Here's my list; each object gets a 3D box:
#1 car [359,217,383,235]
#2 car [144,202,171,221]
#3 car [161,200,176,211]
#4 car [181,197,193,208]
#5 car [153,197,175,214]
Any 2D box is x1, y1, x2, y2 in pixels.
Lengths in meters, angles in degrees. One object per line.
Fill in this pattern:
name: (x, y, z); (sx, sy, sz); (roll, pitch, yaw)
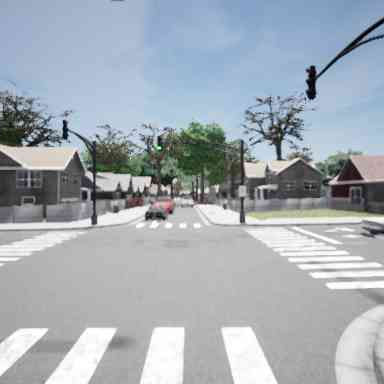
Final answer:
car: (10.842, 1.501, 16.216); (4.718, 1.301, 1.895); (-1, 0, -1)
car: (-3.280, 1.903, 30.933); (1.895, 1.301, 4.718); (0, -1, -1)
car: (-3.598, 2.013, 51.671); (2.128, 1.511, 4.902); (0, -1, -1)
car: (-0.922, 1.856, 62.167); (2.150, 2.045, 5.566); (0, -1, -1)
car: (-3.429, 1.624, 40.832); (2.150, 2.045, 5.566); (0, 0, 0)
